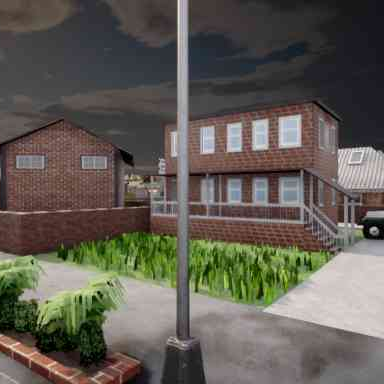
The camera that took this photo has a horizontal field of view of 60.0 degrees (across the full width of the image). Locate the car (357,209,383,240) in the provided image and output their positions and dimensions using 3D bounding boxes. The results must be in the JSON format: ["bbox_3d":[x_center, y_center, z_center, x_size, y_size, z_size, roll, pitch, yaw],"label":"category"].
[{"bbox_3d":[8.493,0.973,12.590,3.866,1.878,1.905,0,0,36],"label":"car"}]
